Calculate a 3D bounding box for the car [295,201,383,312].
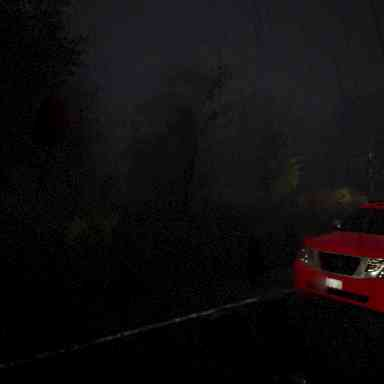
[{"bbox_3d":[4.691,1.222,7.337,5.566,2.045,2.150,0,0,-35],"label":"car"}]
